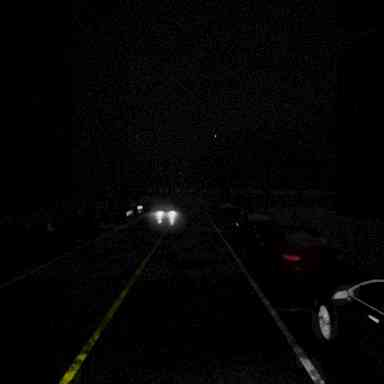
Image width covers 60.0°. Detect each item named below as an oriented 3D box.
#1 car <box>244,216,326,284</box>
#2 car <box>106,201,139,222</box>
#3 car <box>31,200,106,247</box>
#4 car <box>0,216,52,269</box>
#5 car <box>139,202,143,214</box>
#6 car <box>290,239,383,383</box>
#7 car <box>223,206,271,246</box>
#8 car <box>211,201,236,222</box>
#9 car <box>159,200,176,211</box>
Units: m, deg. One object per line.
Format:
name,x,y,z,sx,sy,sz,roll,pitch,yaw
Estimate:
car,2.757,1.569,9.245,1.802,1.307,4.206,-1,0,0
car,-5.768,1.556,26.283,1.947,1.339,4.313,-1,0,0
car,-5.770,1.299,14.944,2.192,1.841,5.009,0,0,0
car,-5.767,1.569,9.275,1.802,1.307,4.206,0,0,0
car,-5.768,1.547,31.952,2.008,1.369,4.403,-1,0,0
car,2.757,1.545,3.576,2.008,1.369,4.403,0,0,0
car,2.756,1.535,14.914,2.008,1.369,4.403,-1,0,0
car,2.757,1.534,26.252,1.887,1.381,4.507,-1,0,0
car,-2.997,1.618,41.753,1.895,1.301,4.718,0,0,0
